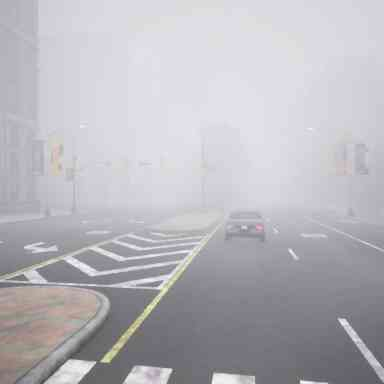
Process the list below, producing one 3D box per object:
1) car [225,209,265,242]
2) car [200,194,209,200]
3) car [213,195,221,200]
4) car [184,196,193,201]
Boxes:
[{"bbox_3d":[2.659,1.548,16.566,2.033,1.411,5.357,0,0,10],"label":"car"},{"bbox_3d":[3.579,1.355,92.753,2.097,1.767,4.553,0,0,9],"label":"car"},{"bbox_3d":[7.027,1.525,92.156,2.128,1.511,4.902,0,0,9],"label":"car"},{"bbox_3d":[-0.923,1.595,85.445,1.895,1.301,4.718,0,0,9],"label":"car"}]
